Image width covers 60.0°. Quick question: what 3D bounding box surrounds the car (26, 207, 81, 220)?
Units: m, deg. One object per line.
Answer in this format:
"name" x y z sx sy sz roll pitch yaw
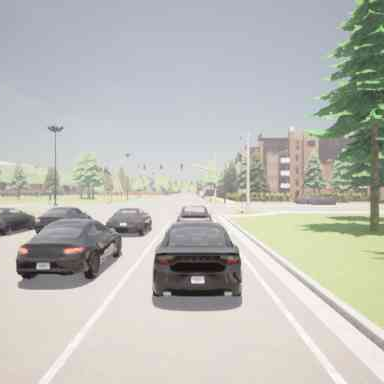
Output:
"car" -6.878 1.521 18.156 1.812 1.442 4.674 0 0 0

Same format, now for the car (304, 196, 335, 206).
"car" 20.776 1.549 53.477 4.181 1.385 1.994 0 0 0

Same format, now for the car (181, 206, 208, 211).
"car" 0.124 1.486 18.008 2.128 1.511 4.902 0 0 0

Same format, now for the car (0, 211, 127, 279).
"car" -3.388 1.523 9.880 1.812 1.442 4.674 0 0 0

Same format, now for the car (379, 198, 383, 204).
"car" 36.285 1.523 60.491 5.357 1.411 2.033 0 0 0

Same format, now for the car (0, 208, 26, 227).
"car" -10.376 1.559 18.465 1.994 1.385 4.181 0 0 0

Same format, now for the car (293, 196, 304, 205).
"car" 20.679 1.531 56.975 5.357 1.411 2.033 0 0 0

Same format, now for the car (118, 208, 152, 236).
"car" -3.377 1.559 18.342 1.994 1.385 4.181 0 0 0

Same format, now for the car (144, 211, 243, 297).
"car" 0.111 1.475 8.641 1.882 1.535 5.008 0 0 0
